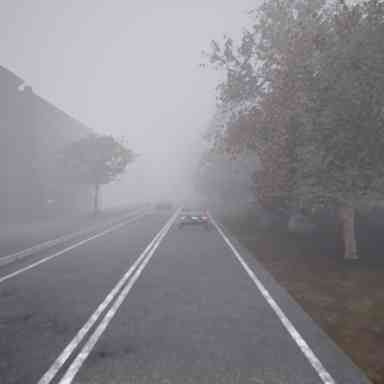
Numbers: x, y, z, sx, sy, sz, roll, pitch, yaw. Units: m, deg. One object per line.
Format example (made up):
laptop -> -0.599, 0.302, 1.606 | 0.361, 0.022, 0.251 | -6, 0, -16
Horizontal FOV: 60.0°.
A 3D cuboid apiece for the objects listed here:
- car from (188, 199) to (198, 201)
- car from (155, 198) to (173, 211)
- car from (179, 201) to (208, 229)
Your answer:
car -> 0.103, 1.591, 42.682 | 1.994, 1.385, 4.181 | 0, 0, 0
car -> -3.337, 1.494, 40.295 | 1.882, 1.535, 5.008 | 0, 0, 0
car -> 0.102, 1.549, 21.734 | 2.033, 1.411, 5.357 | 0, 0, 0
